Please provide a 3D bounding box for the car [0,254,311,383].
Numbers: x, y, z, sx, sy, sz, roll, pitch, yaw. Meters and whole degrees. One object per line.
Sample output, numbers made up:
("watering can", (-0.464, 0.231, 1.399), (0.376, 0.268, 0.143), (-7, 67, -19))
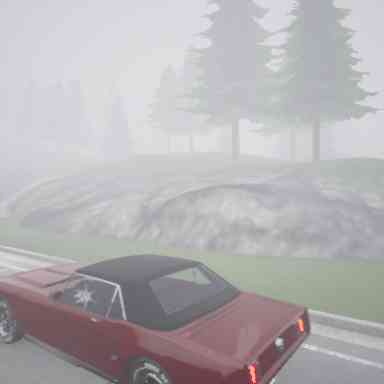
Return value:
("car", (-0.973, 1.586, 4.694), (4.718, 1.301, 1.895), (0, 0, 36))
